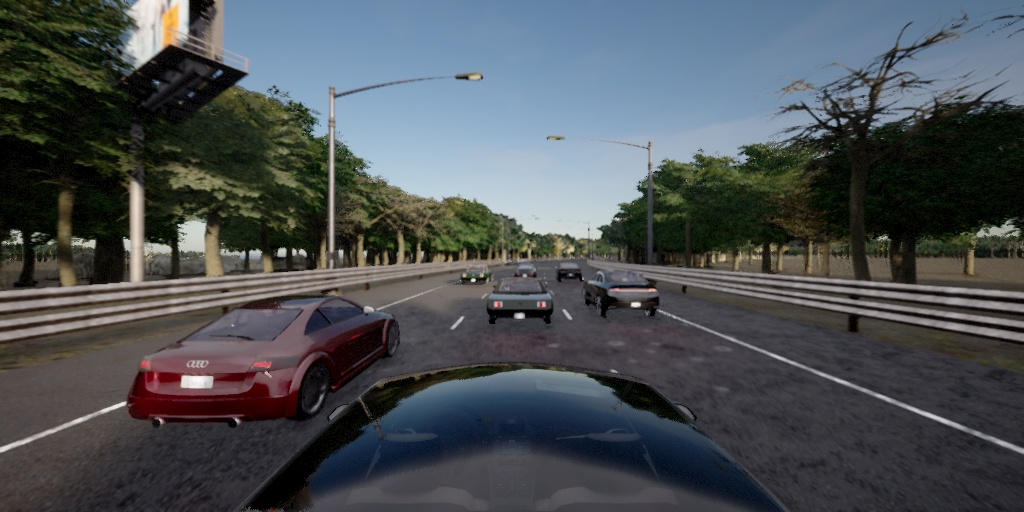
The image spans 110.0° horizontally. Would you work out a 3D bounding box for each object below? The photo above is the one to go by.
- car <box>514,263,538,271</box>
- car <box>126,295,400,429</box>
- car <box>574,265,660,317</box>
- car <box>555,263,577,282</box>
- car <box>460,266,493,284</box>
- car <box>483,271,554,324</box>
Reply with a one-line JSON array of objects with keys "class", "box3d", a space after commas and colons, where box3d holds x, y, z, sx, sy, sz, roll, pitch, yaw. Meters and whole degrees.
[{"class": "car", "box3d": [1.137, 1.331, 29.597, 1.812, 1.442, 4.674, 0, 0, 4]}, {"class": "car", "box3d": [-3.342, 1.317, 5.837, 1.994, 1.385, 4.181, 0, 0, 1]}, {"class": "car", "box3d": [3.821, 1.267, 13.273, 2.128, 1.511, 4.902, 0, 0, 2]}, {"class": "car", "box3d": [4.692, 1.289, 30.102, 1.882, 1.535, 5.008, 0, 0, 4]}, {"class": "car", "box3d": [-2.540, 1.397, 27.079, 1.895, 1.301, 4.718, 0, 0, 4]}, {"class": "car", "box3d": [0.276, 1.370, 12.117, 1.895, 1.301, 4.718, 0, 0, 1]}]
